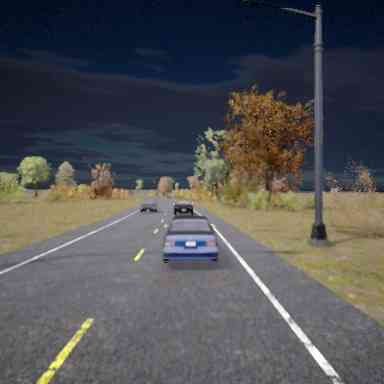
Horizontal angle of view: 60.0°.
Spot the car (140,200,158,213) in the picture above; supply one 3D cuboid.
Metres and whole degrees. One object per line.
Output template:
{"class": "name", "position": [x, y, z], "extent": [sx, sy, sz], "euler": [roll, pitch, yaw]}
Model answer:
{"class": "car", "position": [-4.838, 1.615, 37.984], "extent": [2.033, 1.411, 5.357], "euler": [0, 0, -3]}

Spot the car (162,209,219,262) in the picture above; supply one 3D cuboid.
{"class": "car", "position": [-0.079, 1.565, 12.218], "extent": [2.033, 1.411, 5.357], "euler": [0, 0, -1]}

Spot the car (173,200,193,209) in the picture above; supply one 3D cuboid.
{"class": "car", "position": [-0.897, 1.533, 33.692], "extent": [1.882, 1.535, 5.008], "euler": [0, 0, -3]}
